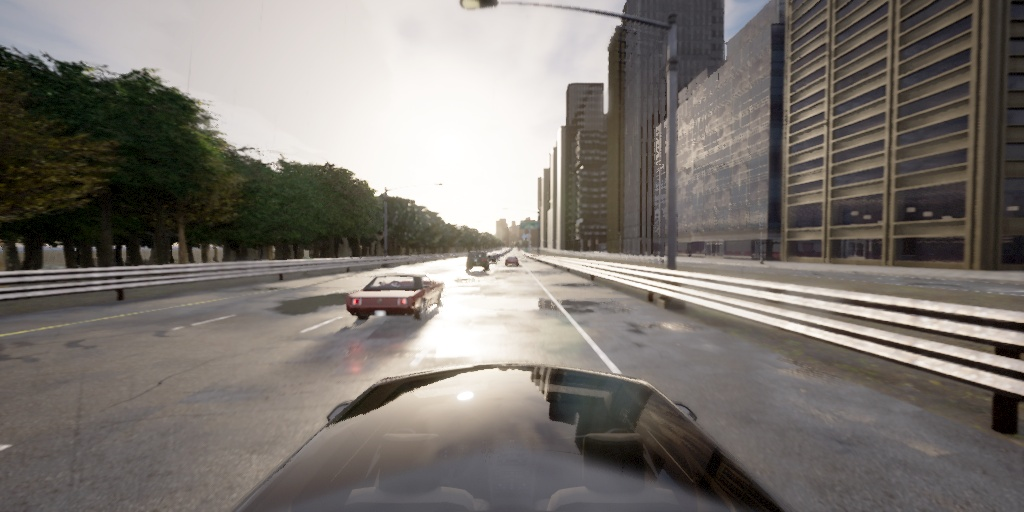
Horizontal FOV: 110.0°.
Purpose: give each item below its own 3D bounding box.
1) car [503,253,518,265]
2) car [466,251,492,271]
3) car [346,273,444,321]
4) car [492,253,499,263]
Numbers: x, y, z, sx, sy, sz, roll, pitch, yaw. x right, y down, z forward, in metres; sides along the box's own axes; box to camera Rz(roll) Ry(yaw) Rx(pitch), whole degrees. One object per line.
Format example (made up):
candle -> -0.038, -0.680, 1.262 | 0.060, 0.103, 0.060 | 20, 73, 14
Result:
car -> -0.034, 0.606, 56.000 | 1.994, 1.385, 4.181 | 0, 1, 0
car -> -3.557, 0.502, 37.800 | 2.150, 2.045, 5.566 | 0, 1, 0
car -> -3.503, 1.216, 11.772 | 1.895, 1.301, 4.718 | 0, 1, 0
car -> -3.671, 0.468, 62.164 | 1.837, 1.490, 4.892 | 0, 1, 0
